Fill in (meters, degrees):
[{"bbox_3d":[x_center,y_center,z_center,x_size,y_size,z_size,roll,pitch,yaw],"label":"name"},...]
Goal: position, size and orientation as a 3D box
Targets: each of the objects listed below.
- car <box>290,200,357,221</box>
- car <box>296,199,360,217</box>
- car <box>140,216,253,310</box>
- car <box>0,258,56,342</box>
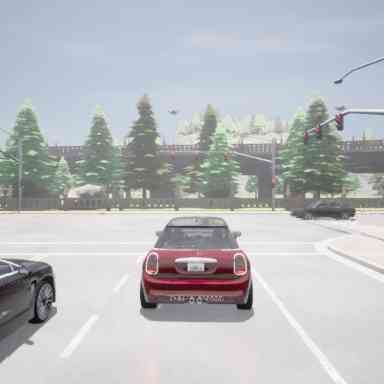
[{"bbox_3d":[10.294,1.450,26.297,4.892,1.490,1.837,0,0,-1],"label":"car"},{"bbox_3d":[12.101,1.436,29.833,4.902,1.511,2.128,0,0,1],"label":"car"},{"bbox_3d":[0.146,1.352,8.010,2.097,1.767,4.553,0,0,2],"label":"car"},{"bbox_3d":[-3.434,1.492,4.259,2.128,1.511,4.902,0,0,0],"label":"car"}]
